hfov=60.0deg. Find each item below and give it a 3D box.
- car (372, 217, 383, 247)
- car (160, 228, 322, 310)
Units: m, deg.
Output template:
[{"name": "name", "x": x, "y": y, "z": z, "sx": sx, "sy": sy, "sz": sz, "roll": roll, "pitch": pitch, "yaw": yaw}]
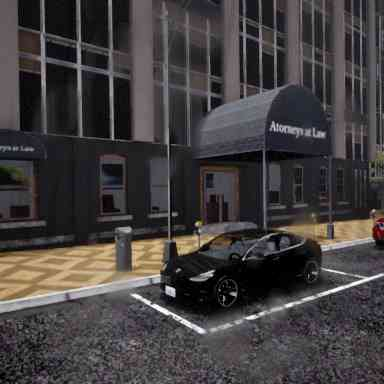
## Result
[{"name": "car", "x": 9.597, "y": 1.310, "z": 13.994, "sx": 5.009, "sy": 1.841, "sz": 2.192, "roll": 0, "pitch": -1, "yaw": -37}, {"name": "car", "x": 1.316, "y": 1.564, "z": 7.797, "sx": 4.313, "sy": 1.339, "sz": 1.947, "roll": 0, "pitch": -1, "yaw": -37}]
